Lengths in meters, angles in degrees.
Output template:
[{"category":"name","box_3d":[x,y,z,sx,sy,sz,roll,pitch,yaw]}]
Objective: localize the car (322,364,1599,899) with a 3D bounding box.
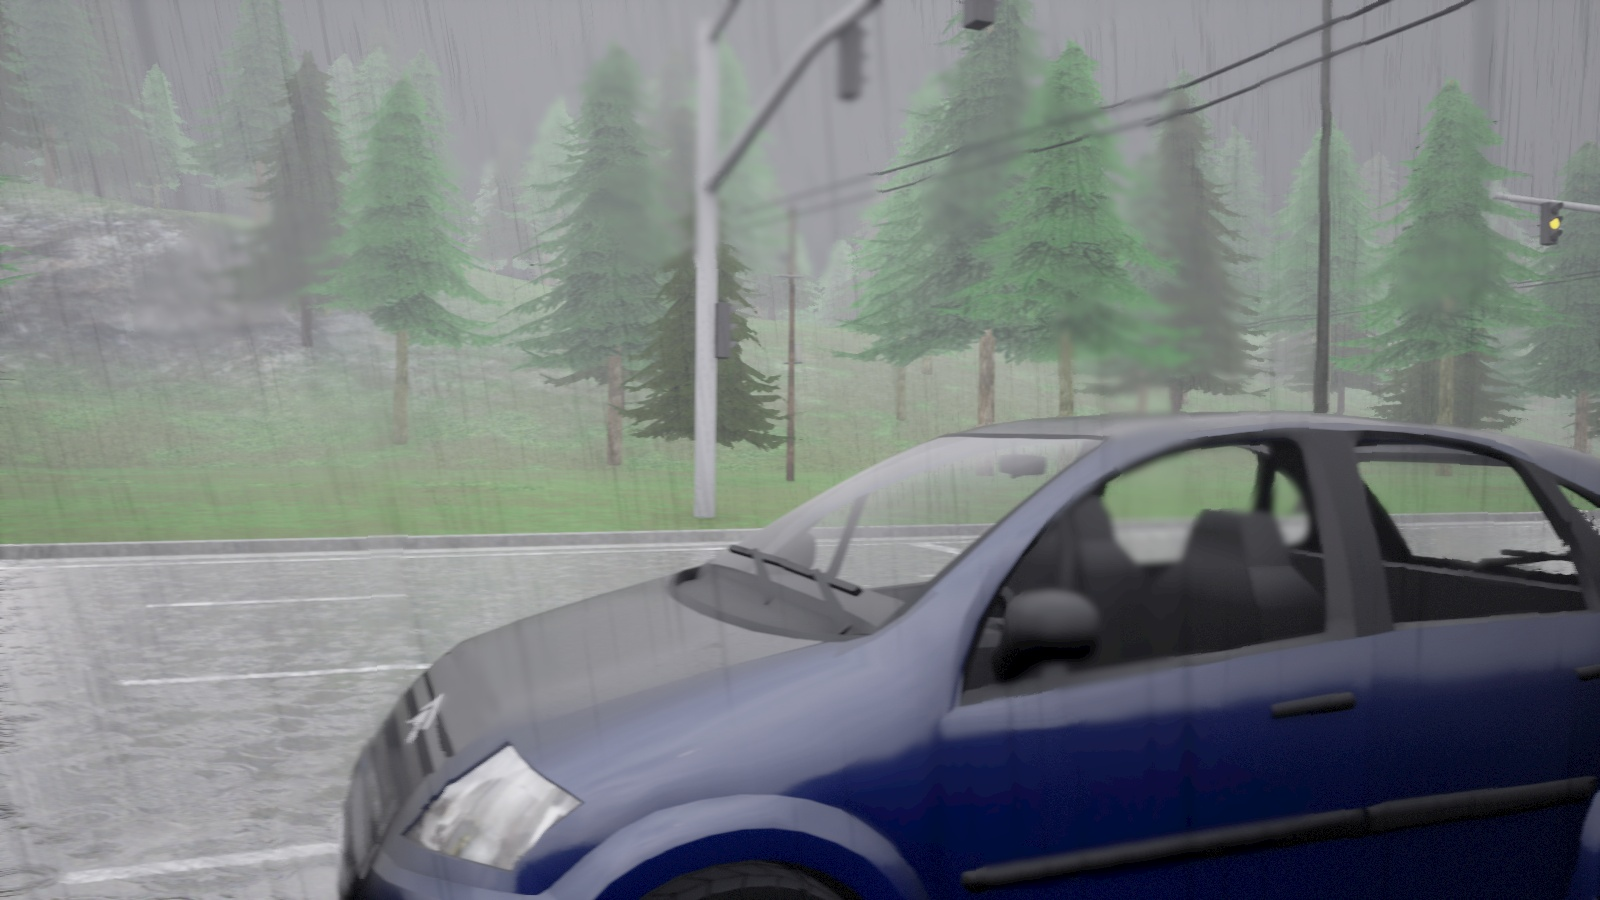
[{"category":"car","box_3d":[0.795,0.629,3.585,3.988,1.617,1.851,-1,1,-20]}]
